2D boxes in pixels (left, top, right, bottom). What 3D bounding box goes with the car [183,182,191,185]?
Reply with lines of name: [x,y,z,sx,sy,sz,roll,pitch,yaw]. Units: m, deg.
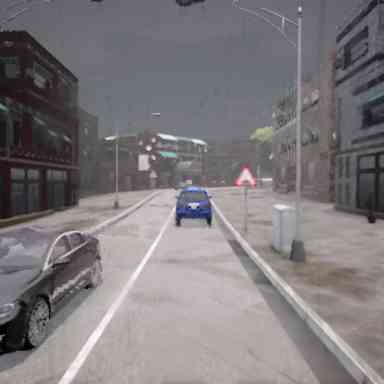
car: [0.093,-0.005,39.544,1.812,1.442,4.674,0,4,0]

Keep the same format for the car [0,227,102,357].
car: [-3.099,1.478,6.255,2.128,1.511,4.902,0,0,0]

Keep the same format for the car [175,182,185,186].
car: [-1.382,-0.963,55.457,1.994,1.385,4.181,1,3,21]

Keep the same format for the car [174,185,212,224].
car: [0.103,0.816,21.303,2.150,2.045,5.566,0,3,0]
